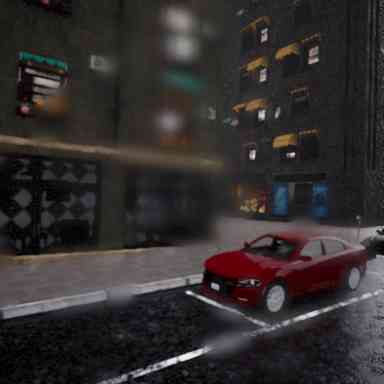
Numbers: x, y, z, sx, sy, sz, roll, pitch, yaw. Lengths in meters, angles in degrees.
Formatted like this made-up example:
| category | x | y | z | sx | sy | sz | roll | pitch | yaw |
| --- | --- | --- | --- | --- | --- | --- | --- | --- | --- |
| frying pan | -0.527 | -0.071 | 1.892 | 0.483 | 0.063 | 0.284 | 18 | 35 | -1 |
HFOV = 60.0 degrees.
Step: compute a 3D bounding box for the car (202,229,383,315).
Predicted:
| category | x | y | z | sx | sy | sz | roll | pitch | yaw |
| --- | --- | --- | --- | --- | --- | --- | --- | --- | --- |
| car | 2.289 | 1.604 | 7.738 | 4.507 | 1.381 | 1.887 | 1 | 2 | -35 |
